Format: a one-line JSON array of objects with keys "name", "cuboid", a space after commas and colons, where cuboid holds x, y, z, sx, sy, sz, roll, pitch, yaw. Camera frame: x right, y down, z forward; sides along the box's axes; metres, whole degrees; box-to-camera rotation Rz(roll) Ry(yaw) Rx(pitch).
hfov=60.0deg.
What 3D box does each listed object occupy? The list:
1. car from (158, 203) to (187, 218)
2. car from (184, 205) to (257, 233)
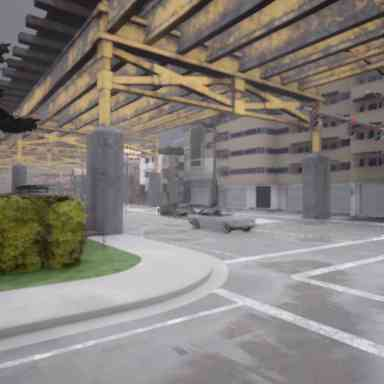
[{"name": "car", "cuboid": [-1.533, 1.674, 31.363, 1.994, 1.385, 4.181, 0, 0, -36]}, {"name": "car", "cuboid": [1.741, 1.687, 20.464, 1.895, 1.301, 4.718, 0, 0, -35]}]
